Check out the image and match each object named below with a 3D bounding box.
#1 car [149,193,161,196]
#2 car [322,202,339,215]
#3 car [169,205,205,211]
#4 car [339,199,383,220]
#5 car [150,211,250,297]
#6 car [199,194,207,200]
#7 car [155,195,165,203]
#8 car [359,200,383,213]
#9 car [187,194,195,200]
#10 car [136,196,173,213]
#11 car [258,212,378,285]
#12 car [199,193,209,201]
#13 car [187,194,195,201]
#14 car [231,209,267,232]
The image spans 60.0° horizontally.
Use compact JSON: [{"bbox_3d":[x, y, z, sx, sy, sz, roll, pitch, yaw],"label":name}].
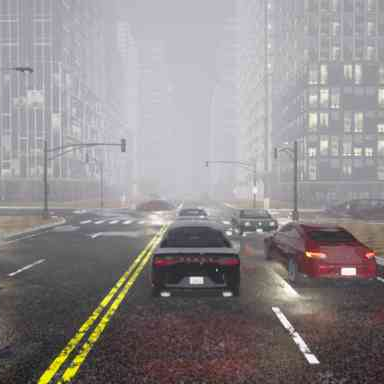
[{"bbox_3d":[-6.753,1.173,59.720,2.150,2.045,5.566,0,0,0],"label":"car"},{"bbox_3d":[16.195,1.635,35.002,4.674,1.442,1.812,1,1,1],"label":"car"},{"bbox_3d":[0.044,1.537,18.412,2.033,1.411,5.357,0,0,0],"label":"car"},{"bbox_3d":[16.115,1.518,29.213,5.009,1.841,2.192,1,0,1],"label":"car"},{"bbox_3d":[0.071,1.473,8.591,1.882,1.535,5.008,0,0,0],"label":"car"},{"bbox_3d":[2.983,1.263,90.381,2.128,1.511,4.902,0,0,0],"label":"car"},{"bbox_3d":[-6.707,1.462,69.860,1.812,1.442,4.674,0,0,0],"label":"car"},{"bbox_3d":[21.699,1.641,37.516,4.829,1.417,1.752,1,0,1],"label":"car"},{"bbox_3d":[-0.267,1.263,90.372,2.128,1.511,4.902,0,0,0],"label":"car"},{"bbox_3d":[-3.943,1.483,35.983,4.181,1.385,1.994,0,1,-39],"label":"car"},{"bbox_3d":[3.323,1.521,9.355,1.812,1.442,4.674,0,0,0],"label":"car"},{"bbox_3d":[3.015,1.140,79.993,2.150,2.045,5.566,0,0,0],"label":"car"},{"bbox_3d":[-0.236,1.392,79.955,1.882,1.535,5.008,0,0,0],"label":"car"},{"bbox_3d":[3.296,1.590,18.474,1.895,1.301,4.718,0,0,0],"label":"car"}]
